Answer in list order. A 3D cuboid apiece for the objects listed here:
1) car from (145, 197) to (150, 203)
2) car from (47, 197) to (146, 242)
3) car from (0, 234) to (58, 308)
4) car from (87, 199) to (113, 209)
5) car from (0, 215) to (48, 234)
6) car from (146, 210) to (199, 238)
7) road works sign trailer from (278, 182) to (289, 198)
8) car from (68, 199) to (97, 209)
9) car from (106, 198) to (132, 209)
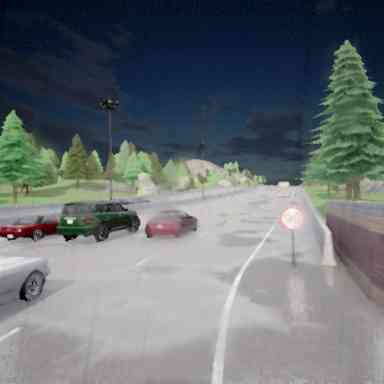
[{"bbox_3d":[-8.504,1.612,53.263,2.097,1.767,4.553,-1,1,18],"label":"car"},{"bbox_3d":[-4.946,1.482,18.324,2.150,2.045,5.566,-1,0,18],"label":"car"},{"bbox_3d":[-4.556,1.743,5.889,1.895,1.301,4.718,-1,-1,8],"label":"car"},{"bbox_3d":[-15.179,1.953,55.315,1.812,1.442,4.674,-1,1,18],"label":"car"},{"bbox_3d":[-8.438,1.944,18.854,1.895,1.301,4.718,-1,0,18],"label":"car"},{"bbox_3d":[-1.032,1.732,18.980,1.994,1.385,4.181,-1,0,18],"label":"car"},{"bbox_3d":[20.771,-0.539,75.302,2.380,3.560,2.880,0,2,17],"label":"road works sign trailer"},{"bbox_3d":[-18.502,2.003,56.377,2.128,1.511,4.902,-1,1,19],"label":"car"},{"bbox_3d":[-11.858,1.849,54.238,1.837,1.490,4.892,-1,1,18],"label":"car"}]
